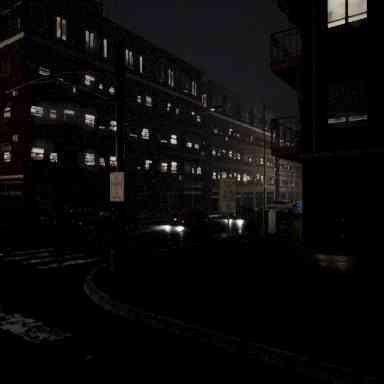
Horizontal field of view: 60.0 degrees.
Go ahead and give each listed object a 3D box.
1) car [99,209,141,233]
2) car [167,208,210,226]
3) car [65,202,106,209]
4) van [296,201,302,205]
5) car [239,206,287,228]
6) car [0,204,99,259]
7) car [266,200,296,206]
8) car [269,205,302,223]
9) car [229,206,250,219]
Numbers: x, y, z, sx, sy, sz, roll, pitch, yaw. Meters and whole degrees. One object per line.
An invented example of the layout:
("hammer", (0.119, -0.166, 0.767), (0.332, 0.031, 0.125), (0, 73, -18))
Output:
("car", (-5.435, 1.884, 20.320), (1.895, 1.301, 4.718), (0, -1, 36))
("car", (-0.195, 2.013, 27.793), (1.994, 1.385, 4.181), (0, -1, 34))
("car", (-7.697, 1.604, 21.603), (2.192, 1.841, 5.009), (-1, -2, 35))
("van", (18.357, 2.463, 58.868), (1.690, 1.788, 3.998), (-1, -2, 35))
("car", (5.694, 2.048, 26.179), (1.802, 1.307, 4.206), (-2, -2, 35))
("car", (-6.391, 1.479, 13.330), (2.097, 1.767, 4.553), (0, -2, 35))
("car", (11.696, 2.050, 44.712), (2.150, 2.045, 5.566), (0, -1, 35))
("car", (8.951, 2.121, 30.839), (2.008, 1.369, 4.403), (-2, -2, 35))
("car", (5.519, 2.196, 35.967), (1.994, 1.385, 4.181), (0, -1, 34))
